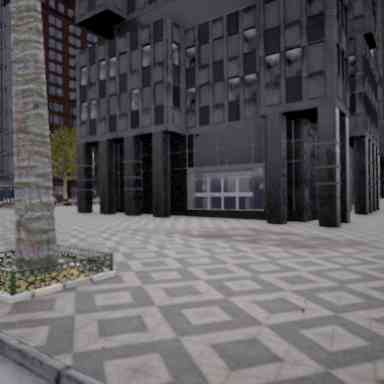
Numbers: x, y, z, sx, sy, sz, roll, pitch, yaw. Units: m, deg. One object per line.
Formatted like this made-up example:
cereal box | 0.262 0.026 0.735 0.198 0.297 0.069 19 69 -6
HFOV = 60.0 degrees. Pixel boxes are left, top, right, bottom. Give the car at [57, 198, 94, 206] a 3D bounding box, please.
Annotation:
car | -18.173 1.564 52.057 1.947 1.339 4.313 -1 0 35

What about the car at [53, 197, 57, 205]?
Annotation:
car | -25.193 1.553 56.895 1.967 1.590 4.097 -1 0 35

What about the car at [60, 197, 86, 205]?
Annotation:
car | -21.993 1.682 61.540 1.802 1.307 4.206 -1 0 35

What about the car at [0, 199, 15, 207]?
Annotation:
car | -28.389 1.711 52.250 1.802 1.307 4.206 -1 0 35

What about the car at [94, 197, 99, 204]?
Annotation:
car | -18.892 1.614 66.045 1.752 1.417 4.829 -1 0 35
